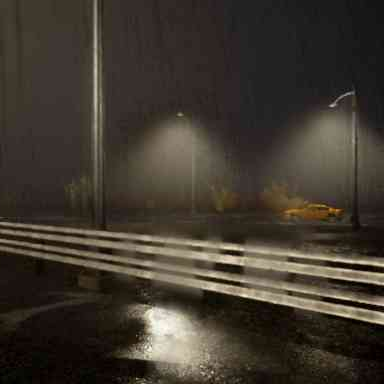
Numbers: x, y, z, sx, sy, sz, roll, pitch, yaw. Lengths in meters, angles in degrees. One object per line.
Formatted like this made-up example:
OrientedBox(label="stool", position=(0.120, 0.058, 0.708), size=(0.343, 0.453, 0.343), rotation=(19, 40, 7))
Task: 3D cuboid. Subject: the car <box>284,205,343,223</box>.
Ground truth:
OrientedBox(label="car", position=(10.868, 1.901, 29.938), size=(5.008, 1.535, 1.882), rotation=(0, 0, 11))
